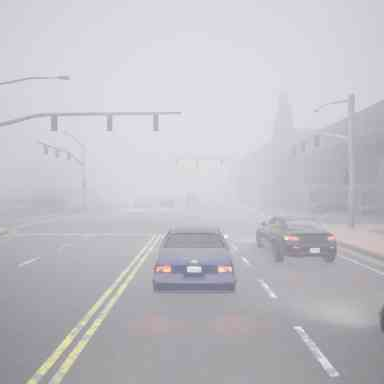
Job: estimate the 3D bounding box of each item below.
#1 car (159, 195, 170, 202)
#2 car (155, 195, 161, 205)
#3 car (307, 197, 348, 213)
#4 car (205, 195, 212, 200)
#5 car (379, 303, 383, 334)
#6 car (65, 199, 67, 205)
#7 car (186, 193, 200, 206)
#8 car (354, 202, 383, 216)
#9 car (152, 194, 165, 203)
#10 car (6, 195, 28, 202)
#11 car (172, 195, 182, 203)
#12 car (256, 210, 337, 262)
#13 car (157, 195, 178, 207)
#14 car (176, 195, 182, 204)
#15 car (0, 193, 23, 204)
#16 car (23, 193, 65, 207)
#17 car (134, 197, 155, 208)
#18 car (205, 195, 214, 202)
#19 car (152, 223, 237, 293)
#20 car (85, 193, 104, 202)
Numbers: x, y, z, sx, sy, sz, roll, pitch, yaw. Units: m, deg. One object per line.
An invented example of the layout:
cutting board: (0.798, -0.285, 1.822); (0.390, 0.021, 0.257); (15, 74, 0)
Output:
car: (-6.425, 1.460, 77.827); (1.882, 1.535, 5.008); (0, 0, 2)
car: (-7.031, 1.564, 57.705); (1.994, 1.385, 4.181); (0, 0, 2)
car: (14.670, 1.352, 35.220); (4.553, 1.767, 2.097); (0, 0, 0)
car: (4.359, 1.470, 88.527); (1.994, 1.385, 4.181); (0, 0, 2)
car: (3.595, 1.526, 2.848); (1.812, 1.442, 4.674); (0, 0, 1)
car: (-21.415, 1.156, 51.285); (3.866, 1.878, 1.905); (0, 0, 0)
car: (0.136, 1.221, 56.660); (2.150, 2.045, 5.566); (0, 0, 1)
car: (18.263, 1.601, 31.706); (4.718, 1.301, 1.895); (0, 0, 0)
car: (-6.705, 1.352, 67.715); (2.097, 1.767, 4.553); (0, 0, 2)
car: (-38.895, 1.364, 73.795); (3.905, 1.438, 1.784); (0, 0, 0)
car: (-3.097, 1.500, 71.232); (1.837, 1.490, 4.892); (0, 0, 2)
car: (3.566, 1.526, 11.954); (1.812, 1.442, 4.674); (0, 0, 0)
car: (-3.687, 1.601, 50.885); (1.895, 1.301, 4.718); (0, 0, 1)
car: (-3.431, 1.564, 60.943); (1.994, 1.385, 4.181); (0, 0, 2)
car: (-38.960, 1.153, 70.899); (4.605, 1.855, 1.932); (0, 0, 0)
car: (-21.471, 1.153, 48.391); (4.605, 1.855, 1.932); (0, 0, 0)
car: (-7.226, 1.492, 48.793); (2.128, 1.511, 4.902); (0, 0, 1)
car: (4.102, 1.549, 78.736); (1.994, 1.385, 4.181); (0, 0, 2)
car: (0.060, 1.547, 8.963); (2.033, 1.411, 5.357); (0, 0, 0)
car: (-21.440, 1.156, 70.909); (3.866, 1.878, 1.905); (0, 0, 0)
